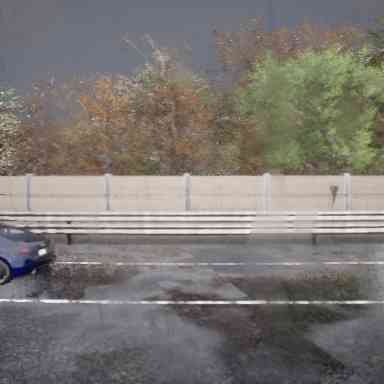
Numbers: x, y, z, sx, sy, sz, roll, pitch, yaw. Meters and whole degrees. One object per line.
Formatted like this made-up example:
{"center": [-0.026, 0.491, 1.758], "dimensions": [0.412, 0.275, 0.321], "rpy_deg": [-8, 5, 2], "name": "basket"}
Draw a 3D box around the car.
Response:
{"center": [-5.873, 1.538, 8.872], "dimensions": [4.181, 1.385, 1.994], "rpy_deg": [0, 0, 6], "name": "car"}
